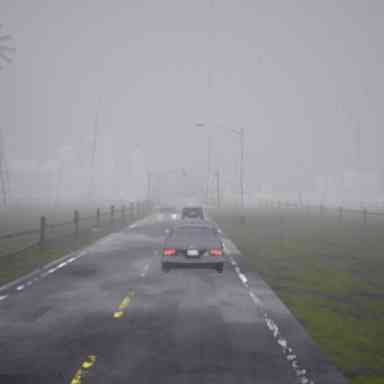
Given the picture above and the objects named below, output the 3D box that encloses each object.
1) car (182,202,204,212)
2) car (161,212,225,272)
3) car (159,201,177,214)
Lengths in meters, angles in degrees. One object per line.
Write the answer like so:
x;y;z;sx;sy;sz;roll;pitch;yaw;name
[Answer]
0.069;1.697;31.040;1.882;1.535;5.008;0;-1;0;car
0.041;1.626;11.079;2.033;1.411;5.357;0;0;0;car
-2.836;1.760;39.652;1.882;1.535;5.008;0;0;0;car
